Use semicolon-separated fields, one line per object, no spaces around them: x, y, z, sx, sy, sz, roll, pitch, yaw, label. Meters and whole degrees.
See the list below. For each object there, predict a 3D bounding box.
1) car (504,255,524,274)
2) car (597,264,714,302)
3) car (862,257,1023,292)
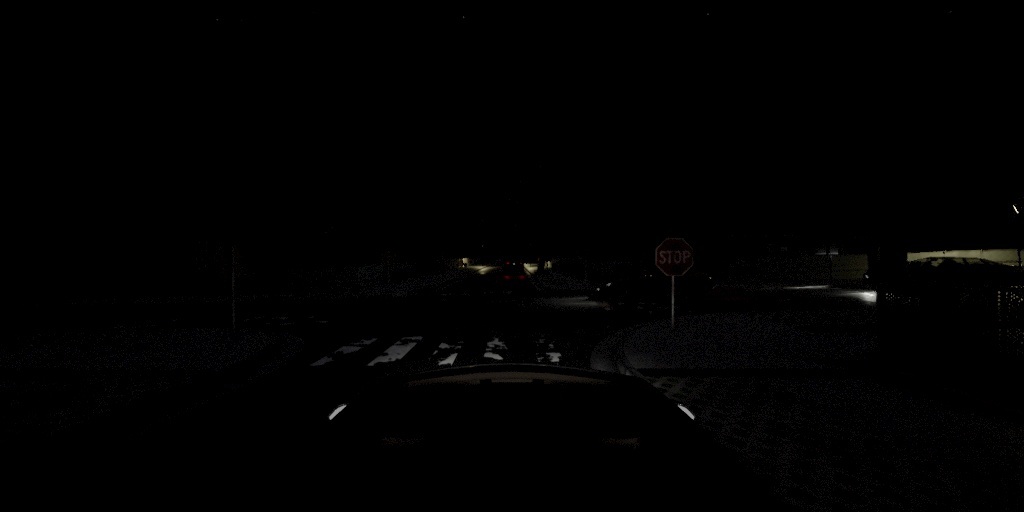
0.244;0.948;41.367;2.150;2.045;5.566;0;0;0;car
5.941;1.057;15.055;4.674;1.442;1.812;-2;0;0;car
18.154;0.742;15.107;5.357;1.411;2.033;-2;0;0;car
